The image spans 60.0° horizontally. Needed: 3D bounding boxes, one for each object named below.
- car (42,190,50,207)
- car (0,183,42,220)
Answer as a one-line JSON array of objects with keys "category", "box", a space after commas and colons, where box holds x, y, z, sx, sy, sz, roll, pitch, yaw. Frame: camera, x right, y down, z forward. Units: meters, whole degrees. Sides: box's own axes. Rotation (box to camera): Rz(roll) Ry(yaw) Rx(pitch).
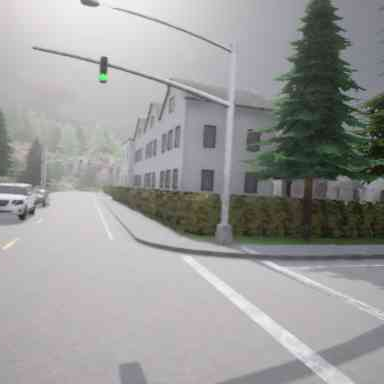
[{"category": "car", "box": [-14.038, 0.506, 30.176, 2.128, 1.511, 4.902, 3, 0, -17]}, {"category": "car", "box": [-10.874, 0.479, 20.122, 2.150, 2.045, 5.566, 3, 0, -17]}]
